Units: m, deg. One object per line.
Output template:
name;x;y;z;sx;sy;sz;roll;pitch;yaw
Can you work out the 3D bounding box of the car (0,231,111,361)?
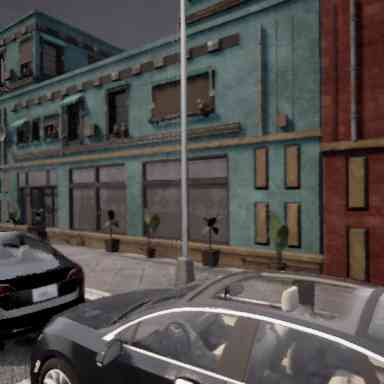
car;-3.991;1.470;6.102;4.792;1.488;2.163;0;0;36
